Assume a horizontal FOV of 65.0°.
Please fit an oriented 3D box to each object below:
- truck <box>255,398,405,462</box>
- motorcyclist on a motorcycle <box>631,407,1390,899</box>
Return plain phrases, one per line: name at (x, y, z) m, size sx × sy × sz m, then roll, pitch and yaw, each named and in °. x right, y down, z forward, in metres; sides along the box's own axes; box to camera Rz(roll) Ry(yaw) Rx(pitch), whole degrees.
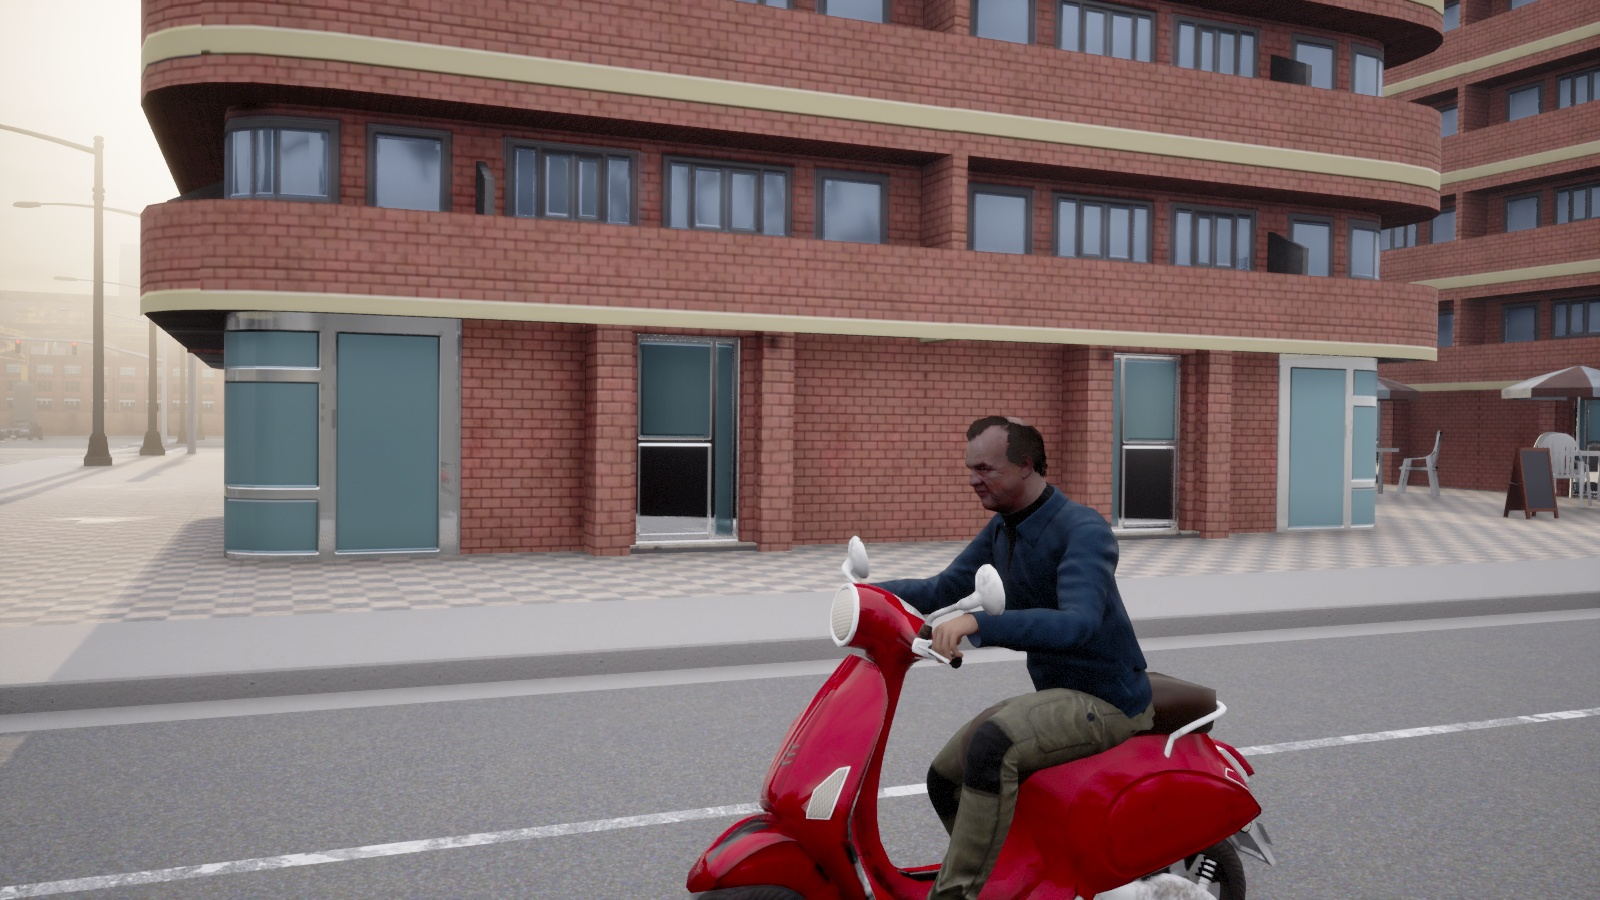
truck at (-27.304, -1.214, 73.036) m, size 7.936 × 3.462 × 2.891 m, roll -2°, pitch 1°, yaw -23°
motorcyclist on a motorcycle at (0.546, 0.691, 3.382) m, size 1.817 × 1.590 × 0.866 m, roll -1°, pitch 1°, yaw -21°
